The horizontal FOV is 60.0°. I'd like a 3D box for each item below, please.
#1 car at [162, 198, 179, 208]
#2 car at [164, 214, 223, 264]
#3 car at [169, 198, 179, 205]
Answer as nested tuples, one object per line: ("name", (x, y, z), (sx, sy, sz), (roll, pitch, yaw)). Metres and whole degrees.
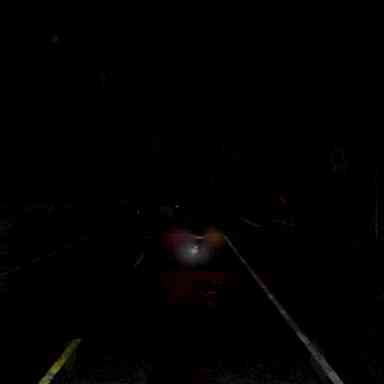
("car", (-3.704, 1.784, 53.023), (2.128, 1.511, 4.902), (0, 0, 0))
("car", (0.053, 1.558, 12.113), (2.128, 1.511, 4.902), (0, 0, 0))
("car", (-3.673, 1.971, 68.113), (1.895, 1.301, 4.718), (0, 0, 0))
